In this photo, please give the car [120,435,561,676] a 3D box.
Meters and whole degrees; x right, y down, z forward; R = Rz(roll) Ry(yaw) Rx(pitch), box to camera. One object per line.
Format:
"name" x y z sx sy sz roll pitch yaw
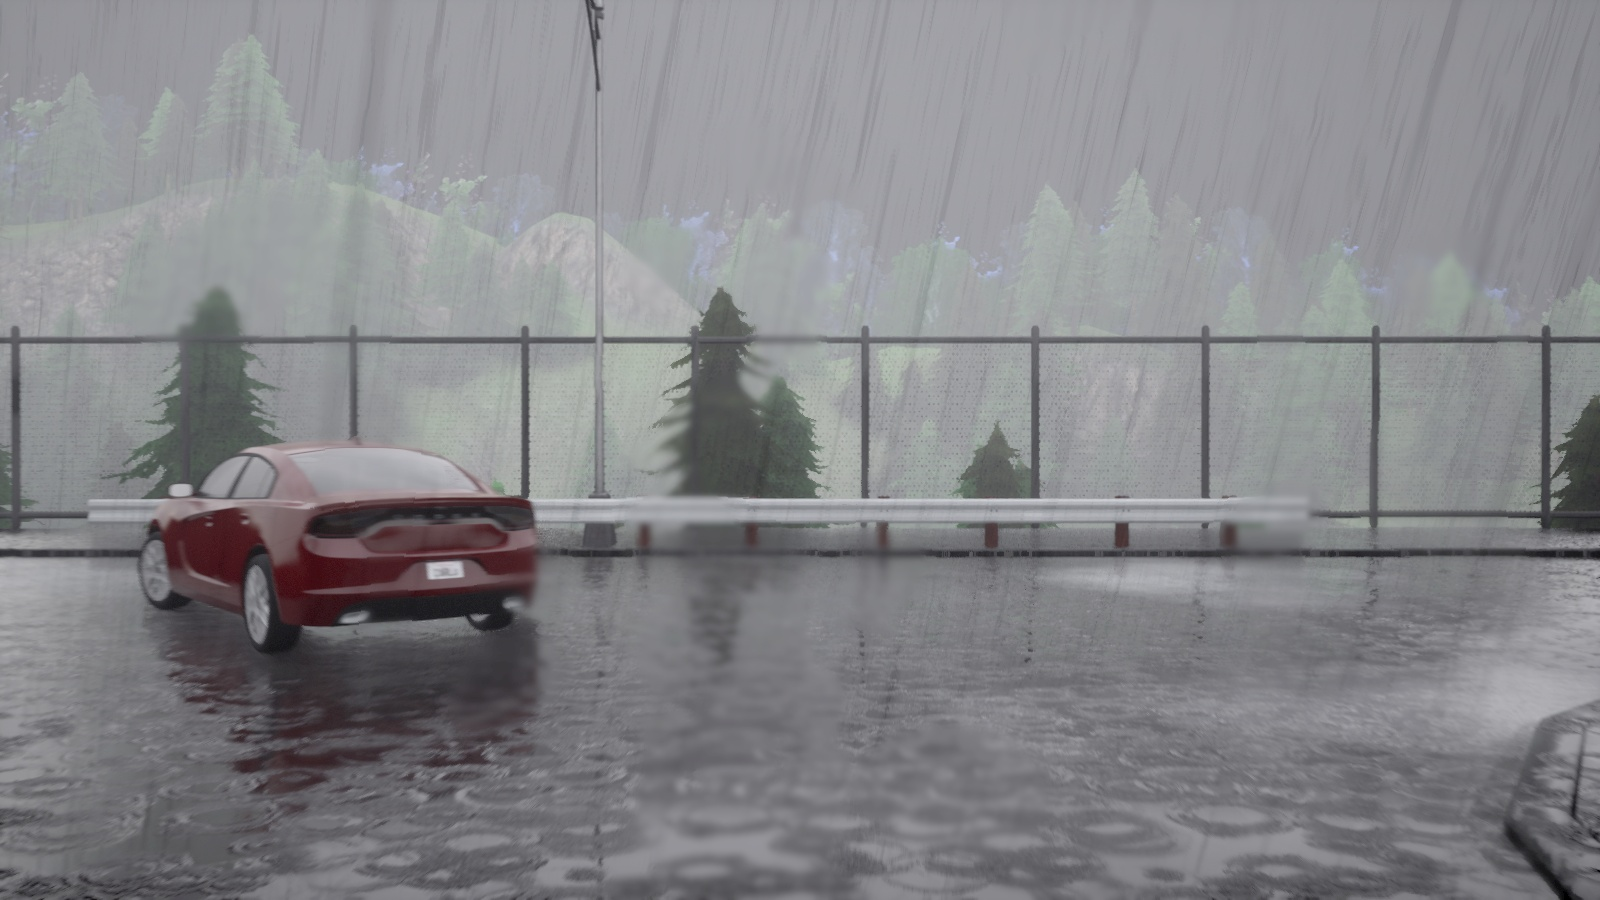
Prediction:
"car" -4.082 0.659 10.515 1.882 1.535 5.008 0 0 -40
